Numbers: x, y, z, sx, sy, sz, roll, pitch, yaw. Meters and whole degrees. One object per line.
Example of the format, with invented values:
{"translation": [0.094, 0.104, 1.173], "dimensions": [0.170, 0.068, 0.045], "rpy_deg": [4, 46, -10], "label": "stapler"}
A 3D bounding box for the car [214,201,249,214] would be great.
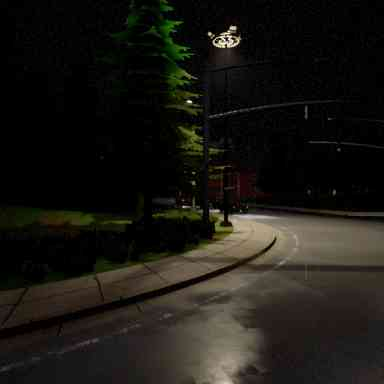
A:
{"translation": [4.354, 1.601, 35.633], "dimensions": [1.895, 1.301, 4.718], "rpy_deg": [0, 0, -15], "label": "car"}

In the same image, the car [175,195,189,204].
{"translation": [-1.202, 1.352, 55.210], "dimensions": [2.097, 1.767, 4.553], "rpy_deg": [0, 0, -17], "label": "car"}

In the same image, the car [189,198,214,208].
{"translation": [1.674, 1.221, 45.322], "dimensions": [2.150, 2.045, 5.566], "rpy_deg": [0, 0, -16], "label": "car"}

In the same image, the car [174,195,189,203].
{"translation": [-2.276, 1.500, 70.999], "dimensions": [2.128, 1.511, 4.902], "rpy_deg": [0, 0, -17], "label": "car"}
